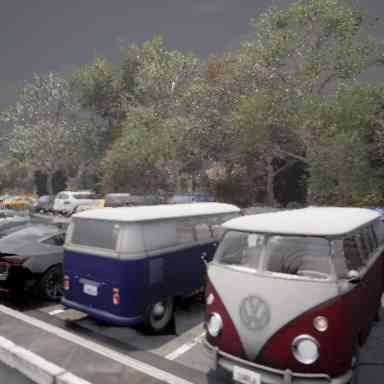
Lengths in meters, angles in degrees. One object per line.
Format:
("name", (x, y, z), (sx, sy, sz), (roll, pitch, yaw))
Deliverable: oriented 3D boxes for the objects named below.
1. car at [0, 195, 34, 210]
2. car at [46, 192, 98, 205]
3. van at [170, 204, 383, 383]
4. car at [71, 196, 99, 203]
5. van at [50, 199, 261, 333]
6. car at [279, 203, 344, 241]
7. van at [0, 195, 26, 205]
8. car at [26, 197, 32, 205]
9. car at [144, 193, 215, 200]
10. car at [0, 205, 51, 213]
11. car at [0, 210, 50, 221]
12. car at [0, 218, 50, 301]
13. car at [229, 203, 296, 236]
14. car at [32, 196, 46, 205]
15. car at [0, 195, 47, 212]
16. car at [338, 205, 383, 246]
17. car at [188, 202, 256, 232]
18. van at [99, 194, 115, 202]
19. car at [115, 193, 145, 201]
("car", (-20.660, 1.122, 37.147), (2.231, 1.521, 4.892), (1, 1, 35))
("car", (-9.301, 1.032, 29.167), (2.435, 2.045, 5.566), (1, 1, 35))
("van", (1.825, 1.272, 5.141), (1.878, 1.987, 4.442), (0, 0, 35))
("car", (-6.944, 1.313, 27.698), (1.946, 1.575, 5.366), (1, 1, 35))
("van", (-0.330, 1.257, 6.946), (1.878, 1.987, 4.442), (0, 0, 35))
("car", (6.669, 1.470, 18.099), (1.946, 1.575, 5.366), (0, 0, 35))
("van", (-9.500, 1.166, 13.412), (1.878, 1.987, 4.442), (1, 0, 35))
("car", (-13.839, 1.093, 32.369), (2.185, 1.767, 4.553), (1, 0, 35))
("car", (-0.260, 1.157, 22.723), (2.435, 2.045, 5.566), (1, 0, 35))
("car", (-7.271, 1.420, 11.705), (2.231, 1.521, 4.892), (1, 0, 35))
("car", (-4.986, 1.484, 10.083), (2.002, 1.452, 4.674), (1, 0, 35))
("car", (-2.672, 1.496, 8.491), (2.163, 1.488, 4.792), (0, 0, 35))
("car", (4.280, 1.488, 19.521), (2.163, 1.488, 4.792), (1, 0, 35))
("car", (-11.605, 1.280, 30.721), (2.163, 1.488, 4.792), (1, 0, 35))
("car", (-18.501, 1.150, 35.391), (1.946, 1.575, 5.366), (1, 0, 35))
("car", (8.829, 1.489, 16.343), (2.097, 1.535, 5.008), (0, 0, 35))
("car", (2.039, 1.463, 21.172), (2.163, 1.488, 4.792), (1, 0, 35))
("van", (-4.714, 1.122, 26.041), (1.878, 1.987, 4.442), (1, 1, 35))
("car", (-2.496, 1.129, 24.369), (2.435, 2.045, 5.566), (1, 0, 35))
